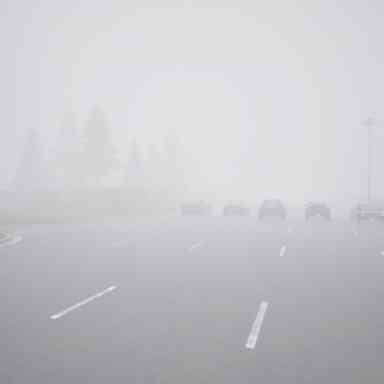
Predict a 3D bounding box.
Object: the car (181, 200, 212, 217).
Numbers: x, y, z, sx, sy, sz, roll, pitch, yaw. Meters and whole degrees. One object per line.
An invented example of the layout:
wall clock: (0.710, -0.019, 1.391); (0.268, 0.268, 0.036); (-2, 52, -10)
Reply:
car: (0.492, 1.487, 31.160); (2.128, 1.511, 4.902); (0, 0, 18)

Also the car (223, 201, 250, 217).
car: (4.128, 1.521, 31.003); (1.812, 1.442, 4.674); (0, 0, 18)

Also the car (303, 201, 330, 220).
car: (10.485, 1.499, 27.935); (1.837, 1.490, 4.892); (0, 0, 18)

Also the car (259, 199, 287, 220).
car: (7.048, 1.347, 28.693); (2.097, 1.767, 4.553); (0, 0, 18)

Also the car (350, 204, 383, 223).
car: (13.279, 1.595, 25.247); (1.895, 1.301, 4.718); (0, 0, 18)
